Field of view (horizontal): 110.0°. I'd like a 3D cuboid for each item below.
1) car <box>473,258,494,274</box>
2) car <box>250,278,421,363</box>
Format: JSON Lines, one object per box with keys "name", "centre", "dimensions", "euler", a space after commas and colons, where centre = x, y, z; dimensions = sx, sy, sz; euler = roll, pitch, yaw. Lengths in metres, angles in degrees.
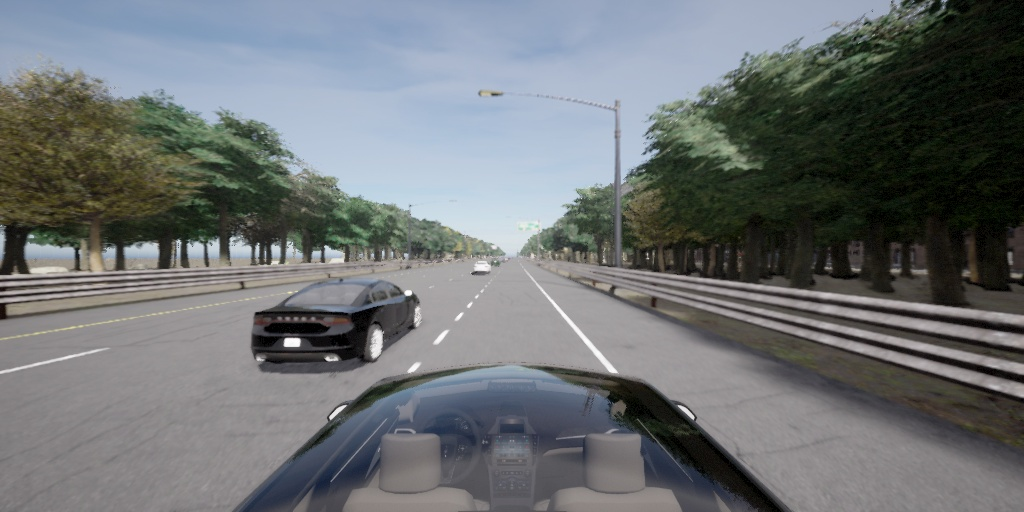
{"name": "car", "centre": [-3.401, 1.310, 41.336], "dimensions": [1.812, 1.442, 4.674], "euler": [0, 0, 0]}
{"name": "car", "centre": [-3.496, 1.230, 8.184], "dimensions": [1.882, 1.535, 5.008], "euler": [0, 0, 0]}
